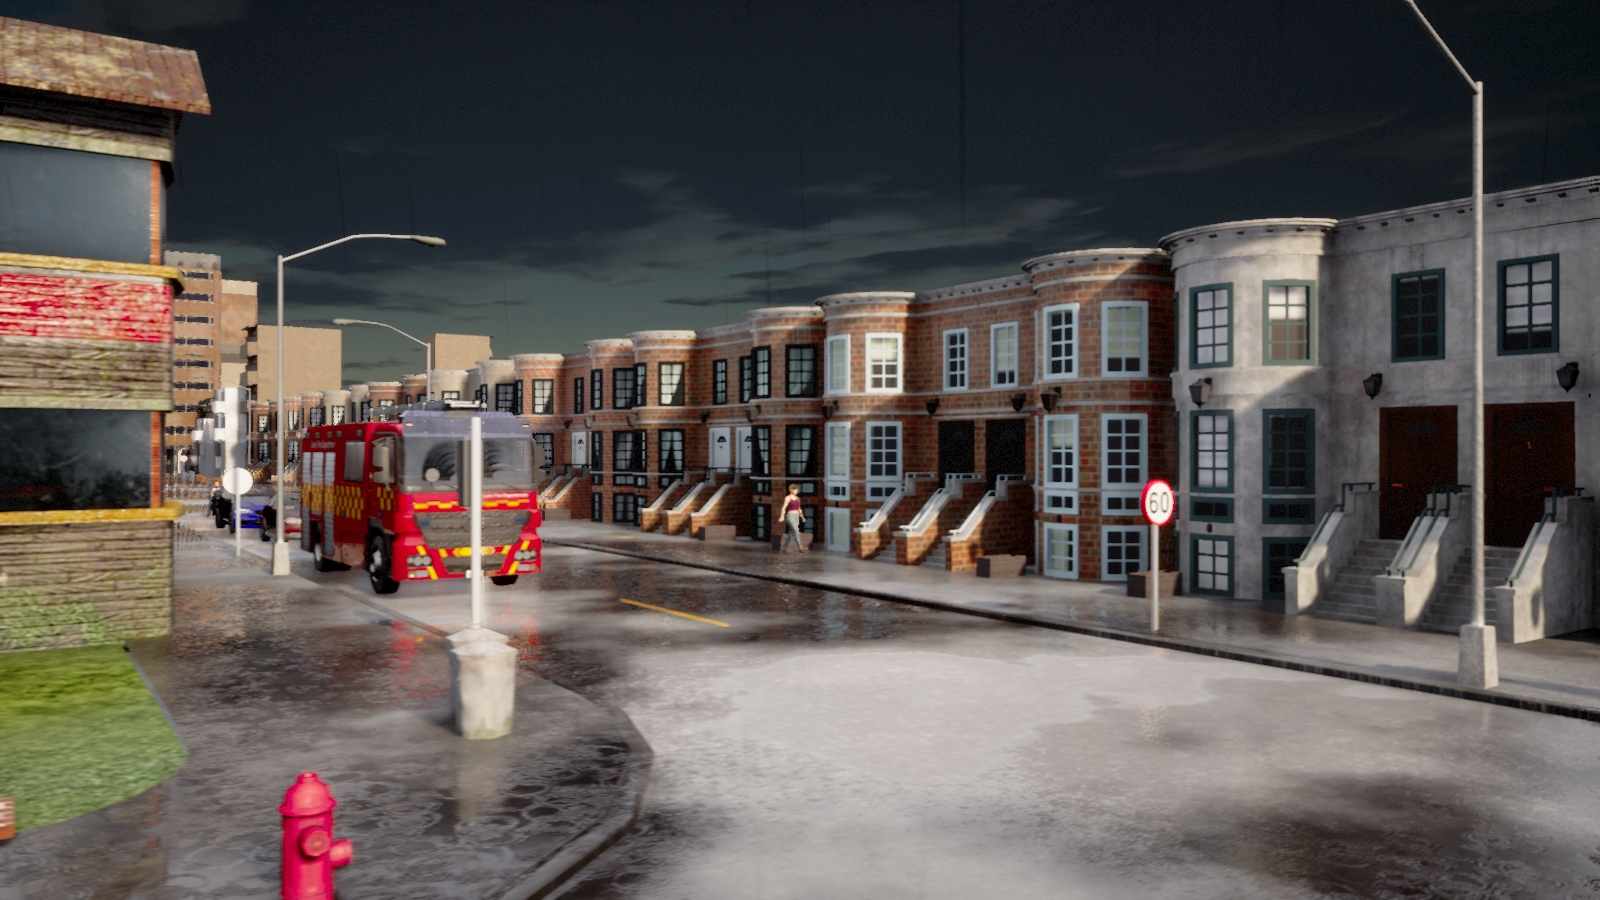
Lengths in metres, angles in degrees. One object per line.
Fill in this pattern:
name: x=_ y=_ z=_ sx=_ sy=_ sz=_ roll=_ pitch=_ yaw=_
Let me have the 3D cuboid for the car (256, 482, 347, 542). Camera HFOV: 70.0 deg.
car: x=-14.980 y=1.798 z=34.233 sx=1.789 sy=1.549 sz=3.705 roll=0 pitch=1 yaw=-35

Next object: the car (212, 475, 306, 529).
car: x=-18.994 y=1.748 z=39.980 sx=2.242 sy=1.667 sz=4.611 roll=0 pitch=0 yaw=-35

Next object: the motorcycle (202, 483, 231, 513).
motorcycle: x=-24.245 y=1.993 z=47.490 sx=0.803 sy=1.145 sz=2.033 roll=0 pitch=0 yaw=-35

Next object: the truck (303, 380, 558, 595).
truck: x=-8.287 y=0.671 z=24.685 sx=2.891 sy=3.827 sz=8.468 roll=0 pitch=0 yaw=-35

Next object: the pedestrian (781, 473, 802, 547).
pedestrian: x=-0.227 y=1.523 z=29.093 sx=0.375 sy=1.860 sz=0.375 roll=0 pitch=0 yaw=-44
